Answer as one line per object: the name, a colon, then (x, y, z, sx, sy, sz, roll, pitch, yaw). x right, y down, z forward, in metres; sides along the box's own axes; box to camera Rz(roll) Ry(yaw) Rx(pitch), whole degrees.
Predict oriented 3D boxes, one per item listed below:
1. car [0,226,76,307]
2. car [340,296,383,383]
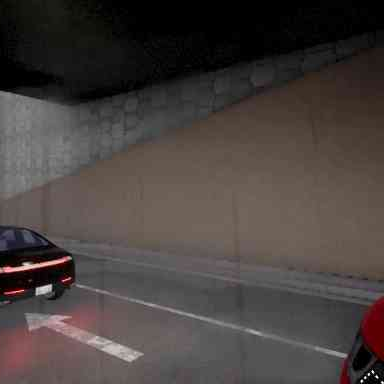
car: (-4.550, 1.491, 7.215, 4.902, 1.511, 2.128, 0, 0, 36)
car: (3.627, 1.222, 1.357, 5.566, 2.045, 2.150, 0, 0, 35)
